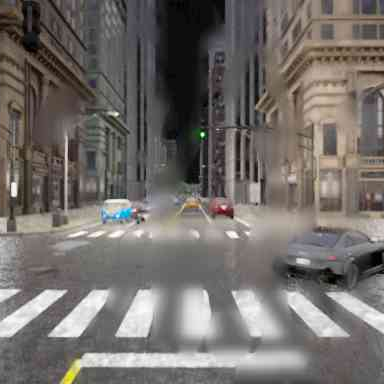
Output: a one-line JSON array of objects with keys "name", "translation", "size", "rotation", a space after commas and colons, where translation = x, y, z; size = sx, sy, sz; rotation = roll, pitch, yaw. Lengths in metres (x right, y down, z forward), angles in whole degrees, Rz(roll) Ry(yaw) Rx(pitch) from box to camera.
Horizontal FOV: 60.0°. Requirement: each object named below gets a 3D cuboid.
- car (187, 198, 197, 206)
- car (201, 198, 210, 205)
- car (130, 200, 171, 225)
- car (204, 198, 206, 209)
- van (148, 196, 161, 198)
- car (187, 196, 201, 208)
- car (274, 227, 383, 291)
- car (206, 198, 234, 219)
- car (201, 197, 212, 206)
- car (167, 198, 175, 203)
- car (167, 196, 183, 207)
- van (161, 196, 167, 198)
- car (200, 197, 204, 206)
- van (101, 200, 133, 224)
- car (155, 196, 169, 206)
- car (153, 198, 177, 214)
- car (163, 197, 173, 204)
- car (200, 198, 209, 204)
[{"name": "car", "translation": [-0.010, 1.907, 66.629], "size": [1.882, 1.535, 5.008], "rotation": [0, 0, 0]}, {"name": "car", "translation": [2.753, 2.029, 69.142], "size": [1.802, 1.307, 4.206], "rotation": [0, 0, 0]}, {"name": "car", "translation": [-3.100, 1.644, 25.808], "size": [2.128, 1.511, 4.902], "rotation": [0, 0, 0]}, {"name": "car", "translation": [2.758, 1.538, 36.500], "size": [2.192, 1.841, 5.009], "rotation": [0, 0, 0]}, {"name": "van", "translation": [-5.769, 1.638, 47.373], "size": [1.690, 1.788, 3.998], "rotation": [0, 0, 0]}, {"name": "car", "translation": [0.092, 1.821, 54.028], "size": [1.882, 1.535, 5.008], "rotation": [0, -1, 0]}, {"name": "car", "translation": [4.142, 1.699, 9.492], "size": [4.181, 1.385, 1.994], "rotation": [2, -2, -44]}, {"name": "car", "translation": [2.759, 1.502, 31.059], "size": [2.192, 1.841, 5.009], "rotation": [0, 0, 0]}, {"name": "car", "translation": [2.754, 1.849, 63.702], "size": [1.967, 1.590, 4.097], "rotation": [0, 0, 0]}, {"name": "car", "translation": [-5.777, 2.201, 90.898], "size": [1.802, 1.307, 4.206], "rotation": [0, -1, 0]}, {"name": "car", "translation": [-3.019, 1.860, 59.733], "size": [1.882, 1.535, 5.008], "rotation": [0, -1, 0]}, {"name": "van", "translation": [-5.771, 1.713, 58.255], "size": [1.690, 1.788, 3.998], "rotation": [0, 0, 0]}, {"name": "car", "translation": [2.755, 1.885, 52.820], "size": [2.008, 1.369, 4.403], "rotation": [0, 0, 0]}, {"name": "van", "translation": [-5.765, 1.493, 25.608], "size": [1.690, 1.788, 3.998], "rotation": [0, 0, 0]}, {"name": "car", "translation": [-5.771, 1.724, 63.696], "size": [2.192, 1.841, 5.009], "rotation": [0, 0, 0]}, {"name": "car", "translation": [-3.100, 1.742, 38.665], "size": [1.837, 1.490, 4.892], "rotation": [0, 0, 0]}, {"name": "car", "translation": [-5.774, 1.965, 80.019], "size": [1.967, 1.590, 4.097], "rotation": [0, 0, 0]}, {"name": "car", "translation": [2.752, 2.029, 74.582], "size": [1.887, 1.381, 4.507], "rotation": [0, 0, 0]}]
